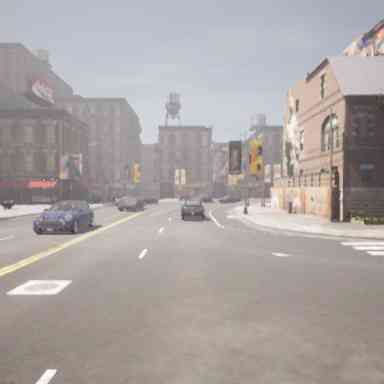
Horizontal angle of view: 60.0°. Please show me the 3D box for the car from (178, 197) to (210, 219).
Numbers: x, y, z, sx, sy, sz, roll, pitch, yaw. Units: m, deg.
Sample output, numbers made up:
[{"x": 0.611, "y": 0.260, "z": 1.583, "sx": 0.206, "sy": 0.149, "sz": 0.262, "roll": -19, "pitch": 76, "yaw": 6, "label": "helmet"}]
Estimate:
[{"x": 0.090, "y": 1.400, "z": 27.584, "sx": 2.128, "sy": 1.511, "sz": 4.902, "roll": 0, "pitch": 0, "yaw": 0, "label": "car"}]

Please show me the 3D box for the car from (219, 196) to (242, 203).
[{"x": 7.115, "y": 1.345, "z": 61.115, "sx": 2.033, "sy": 1.411, "sz": 5.357, "roll": 0, "pitch": 0, "yaw": 40, "label": "car"}]

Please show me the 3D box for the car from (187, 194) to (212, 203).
[{"x": 1.700, "y": 1.153, "z": 59.855, "sx": 2.097, "sy": 1.767, "sz": 4.553, "roll": 0, "pitch": 0, "yaw": 34, "label": "car"}]

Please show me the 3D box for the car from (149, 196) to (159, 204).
[{"x": -7.745, "y": 1.407, "z": 56.989, "sx": 1.895, "sy": 1.301, "sz": 4.718, "roll": 0, "pitch": 0, "yaw": 30, "label": "car"}]

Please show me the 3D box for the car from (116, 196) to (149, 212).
[{"x": -6.687, "y": 1.424, "z": 37.168, "sx": 2.033, "sy": 1.411, "sz": 5.357, "roll": 0, "pitch": 0, "yaw": 6, "label": "car"}]

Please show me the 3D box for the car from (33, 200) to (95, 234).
[{"x": -7.082, "y": 1.291, "z": 18.834, "sx": 2.097, "sy": 1.767, "sz": 4.553, "roll": 0, "pitch": 0, "yaw": 0, "label": "car"}]

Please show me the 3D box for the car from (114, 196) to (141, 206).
[{"x": -9.909, "y": 1.349, "z": 51.682, "sx": 2.002, "sy": 1.452, "sz": 4.674, "roll": 0, "pitch": 0, "yaw": 20, "label": "car"}]
